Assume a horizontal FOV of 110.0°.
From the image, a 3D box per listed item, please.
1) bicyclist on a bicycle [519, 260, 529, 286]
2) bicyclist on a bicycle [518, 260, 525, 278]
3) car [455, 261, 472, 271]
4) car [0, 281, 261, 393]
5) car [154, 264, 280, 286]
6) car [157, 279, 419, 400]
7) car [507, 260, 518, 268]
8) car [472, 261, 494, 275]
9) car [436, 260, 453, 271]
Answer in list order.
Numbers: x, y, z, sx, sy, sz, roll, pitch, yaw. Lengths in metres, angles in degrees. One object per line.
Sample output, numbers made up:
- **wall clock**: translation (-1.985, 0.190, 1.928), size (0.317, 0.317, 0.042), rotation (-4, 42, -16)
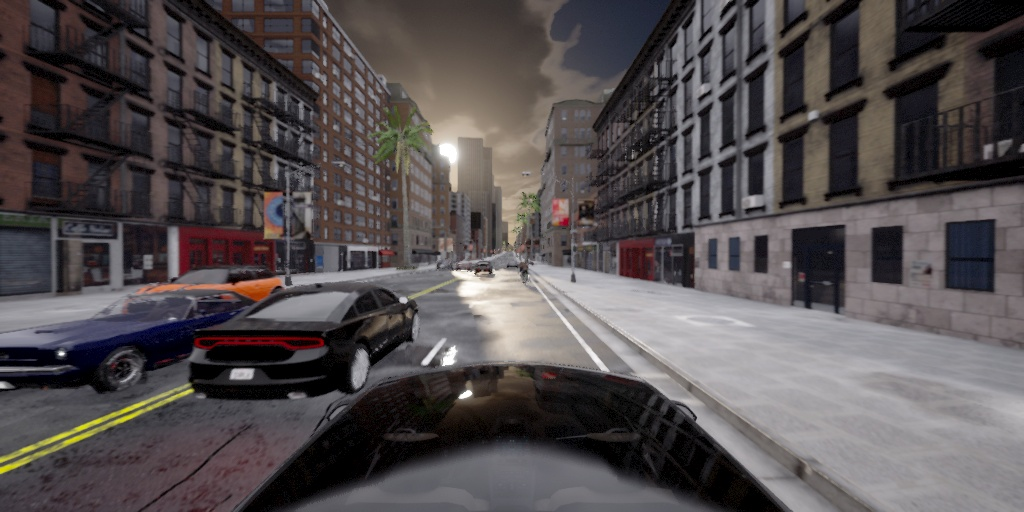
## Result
- **bicyclist on a bicycle**: translation (0.904, 1.219, 24.372), size (0.582, 1.620, 1.656), rotation (0, 0, 0)
- **bicyclist on a bicycle**: translation (0.908, 1.235, 33.854), size (0.582, 1.620, 1.656), rotation (0, 0, 0)
- **car**: translation (-6.546, 1.351, 49.568), size (1.812, 1.442, 4.674), rotation (0, 0, 0)
- **car**: translation (-6.598, 1.350, 6.816), size (1.895, 1.301, 4.718), rotation (0, 0, 0)
- **car**: translation (-9.845, 1.104, 11.951), size (2.097, 1.767, 4.553), rotation (0, 0, 0)
- **car**: translation (-3.147, 1.227, 6.658), size (1.882, 1.535, 5.008), rotation (0, 0, 0)
- **car**: translation (0.089, 1.445, 63.574), size (1.994, 1.385, 4.181), rotation (0, 0, 0)
- **car**: translation (-3.132, 1.303, 40.739), size (1.837, 1.490, 4.892), rotation (0, 0, 0)
- **car**: translation (-9.792, 1.328, 52.531), size (2.128, 1.511, 4.902), rotation (0, 0, 0)
